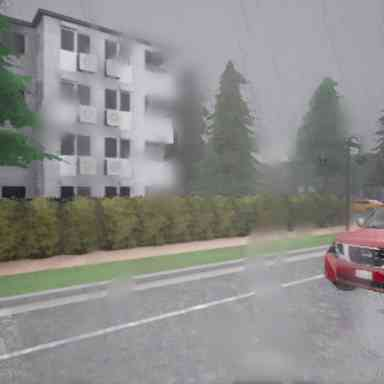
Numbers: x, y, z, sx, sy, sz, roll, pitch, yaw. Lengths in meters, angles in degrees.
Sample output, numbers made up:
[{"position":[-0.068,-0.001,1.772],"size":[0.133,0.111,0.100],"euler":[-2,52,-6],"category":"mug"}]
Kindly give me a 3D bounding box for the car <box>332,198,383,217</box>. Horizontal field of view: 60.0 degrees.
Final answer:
[{"position":[16.342,1.436,32.108],"size":[1.882,1.535,5.008],"euler":[0,0,-34],"category":"car"}]

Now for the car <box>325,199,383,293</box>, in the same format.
[{"position":[5.519,1.218,7.886],"size":[5.566,2.045,2.150],"euler":[0,0,-35],"category":"car"}]
